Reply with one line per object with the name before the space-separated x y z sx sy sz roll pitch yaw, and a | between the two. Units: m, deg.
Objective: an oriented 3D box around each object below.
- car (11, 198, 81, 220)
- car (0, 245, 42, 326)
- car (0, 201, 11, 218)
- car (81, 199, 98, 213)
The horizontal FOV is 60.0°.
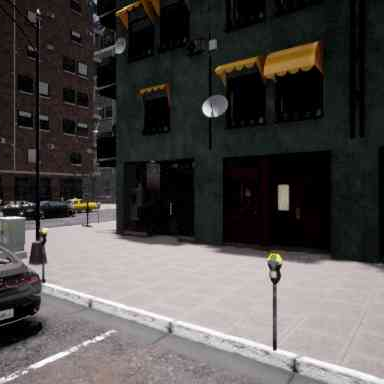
car | -11.179 1.345 25.690 1.994 1.385 4.181 0 1 35
car | -4.496 1.551 6.092 4.403 1.369 2.008 0 0 36
car | -14.029 1.350 26.116 2.008 1.369 4.403 1 1 35
car | -10.933 1.250 30.537 1.752 1.417 4.829 1 1 35
